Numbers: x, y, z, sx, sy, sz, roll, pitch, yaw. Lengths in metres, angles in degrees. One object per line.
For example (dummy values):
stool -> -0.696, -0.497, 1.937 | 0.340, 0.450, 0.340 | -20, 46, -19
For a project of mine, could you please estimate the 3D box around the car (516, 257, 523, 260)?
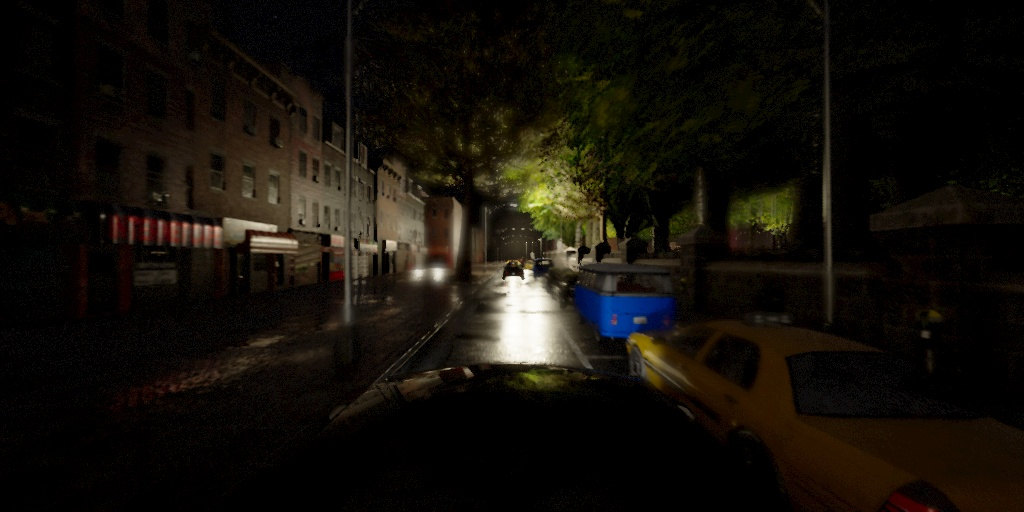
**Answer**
car -> 0.124, 1.276, 47.423 | 1.882, 1.535, 5.008 | 0, 0, 0

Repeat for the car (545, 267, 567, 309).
car -> 2.644, 1.321, 14.685 | 1.948, 1.339, 4.313 | 0, 0, 0

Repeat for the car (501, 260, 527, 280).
car -> 0.117, 1.298, 31.952 | 1.812, 1.442, 4.674 | 0, 0, 0

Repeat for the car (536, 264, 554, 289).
car -> 2.647, 1.310, 20.134 | 2.007, 1.370, 4.403 | 0, 0, 0

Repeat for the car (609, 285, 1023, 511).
car -> 2.639, 1.277, 3.957 | 1.751, 1.417, 4.829 | 0, 0, 0

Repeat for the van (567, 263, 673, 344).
van -> 2.641, 1.093, 9.236 | 1.690, 1.789, 3.998 | 0, 0, 0

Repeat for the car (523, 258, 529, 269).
car -> 2.664, 1.337, 53.000 | 1.751, 1.417, 4.829 | 0, 0, 0

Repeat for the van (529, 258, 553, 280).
van -> 2.652, 1.113, 31.033 | 1.690, 1.789, 3.998 | 0, 0, 0
